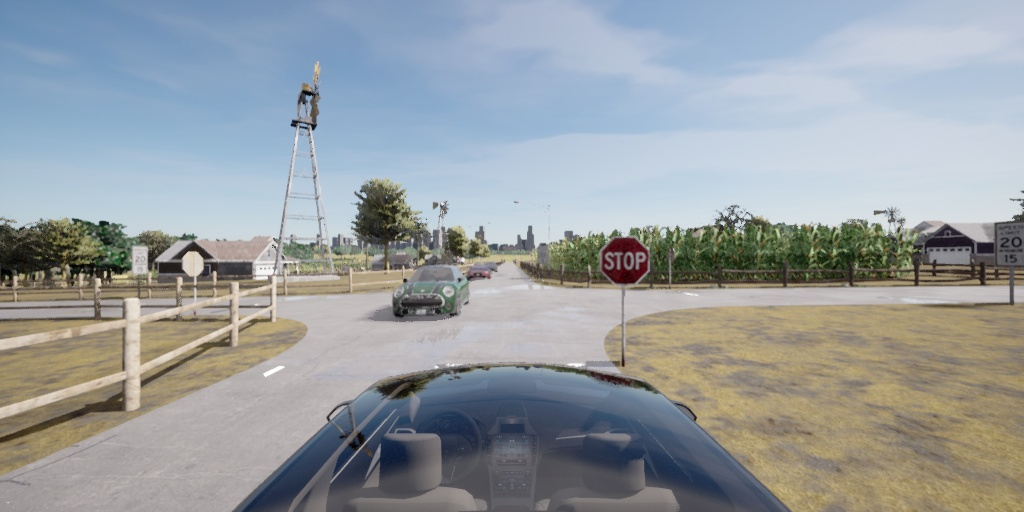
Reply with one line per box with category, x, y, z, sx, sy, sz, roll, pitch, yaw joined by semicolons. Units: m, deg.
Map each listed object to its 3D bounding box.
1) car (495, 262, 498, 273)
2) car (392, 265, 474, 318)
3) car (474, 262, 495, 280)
car;-2.924;1.526;49.305;1.837;1.490;4.892;0;0;0
car;-2.808;1.140;13.275;2.097;1.767;4.553;-1;0;0
car;-2.860;1.413;32.027;1.994;1.385;4.181;0;0;0
